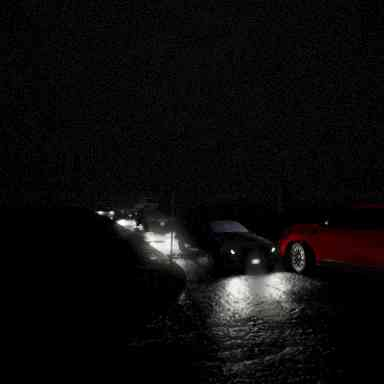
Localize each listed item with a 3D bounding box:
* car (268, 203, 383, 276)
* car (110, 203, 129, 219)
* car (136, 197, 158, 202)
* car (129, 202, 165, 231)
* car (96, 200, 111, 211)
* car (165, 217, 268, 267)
[{"bbox_3d":[4.909,1.302,8.589,2.150,2.045,5.566,2,-2,-35],"label":"car"},{"bbox_3d":[-6.563,1.916,33.105,1.895,1.301,4.718,1,-1,-22],"label":"car"},{"bbox_3d":[-4.868,1.612,36.649,2.150,2.045,5.566,1,-1,-22],"label":"car"},{"bbox_3d":[-2.606,1.697,22.442,2.128,1.511,4.902,1,-1,-20],"label":"car"},{"bbox_3d":[-12.540,1.975,47.563,1.837,1.490,4.892,1,-1,-24],"label":"car"},{"bbox_3d":[0.891,1.644,12.070,2.033,1.411,5.357,1,-1,-21],"label":"car"}]
